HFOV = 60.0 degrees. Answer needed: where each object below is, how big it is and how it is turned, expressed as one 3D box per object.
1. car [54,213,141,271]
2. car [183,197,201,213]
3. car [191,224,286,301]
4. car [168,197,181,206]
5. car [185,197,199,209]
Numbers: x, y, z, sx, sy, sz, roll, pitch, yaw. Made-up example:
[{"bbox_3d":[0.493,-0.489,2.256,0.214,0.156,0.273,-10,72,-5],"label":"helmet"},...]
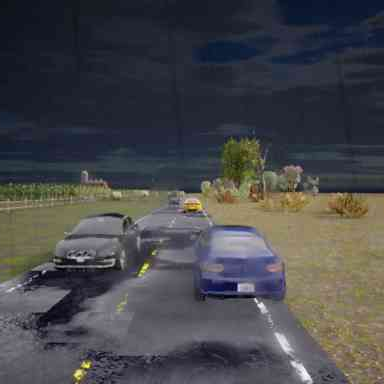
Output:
[{"bbox_3d":[-2.866,1.502,10.969,1.837,1.490,4.892,0,0,0],"label":"car"},{"bbox_3d":[0.026,1.469,37.064,1.882,1.535,5.008,0,0,0],"label":"car"},{"bbox_3d":[0.951,1.524,8.174,1.812,1.442,4.674,0,0,0],"label":"car"},{"bbox_3d":[-2.826,1.535,53.581,2.033,1.411,5.357,0,0,0],"label":"car"},{"bbox_3d":[-0.041,1.467,47.244,1.882,1.535,5.008,0,0,1],"label":"car"}]
